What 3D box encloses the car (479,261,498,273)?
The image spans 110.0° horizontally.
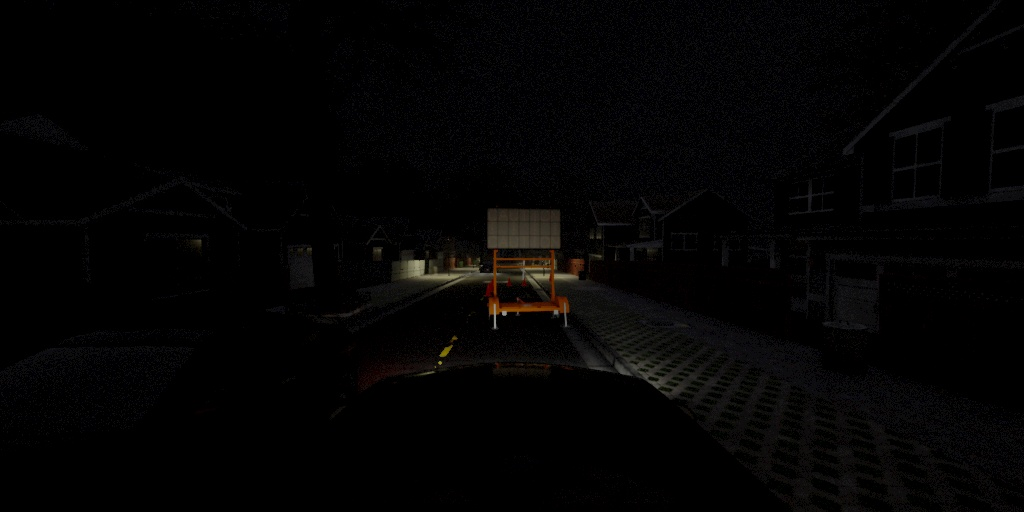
[{"bbox_3d":[-2.785,1.295,42.885,1.812,1.442,4.674,0,0,0],"label":"car"}]

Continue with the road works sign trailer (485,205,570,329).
[{"bbox_3d":[0.353,0.209,11.324,2.380,3.560,2.880,0,0,-7],"label":"road works sign trailer"}]

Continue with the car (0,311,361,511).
[{"bbox_3d":[-2.851,1.274,2.914,1.812,1.442,4.674,0,0,0],"label":"car"}]
